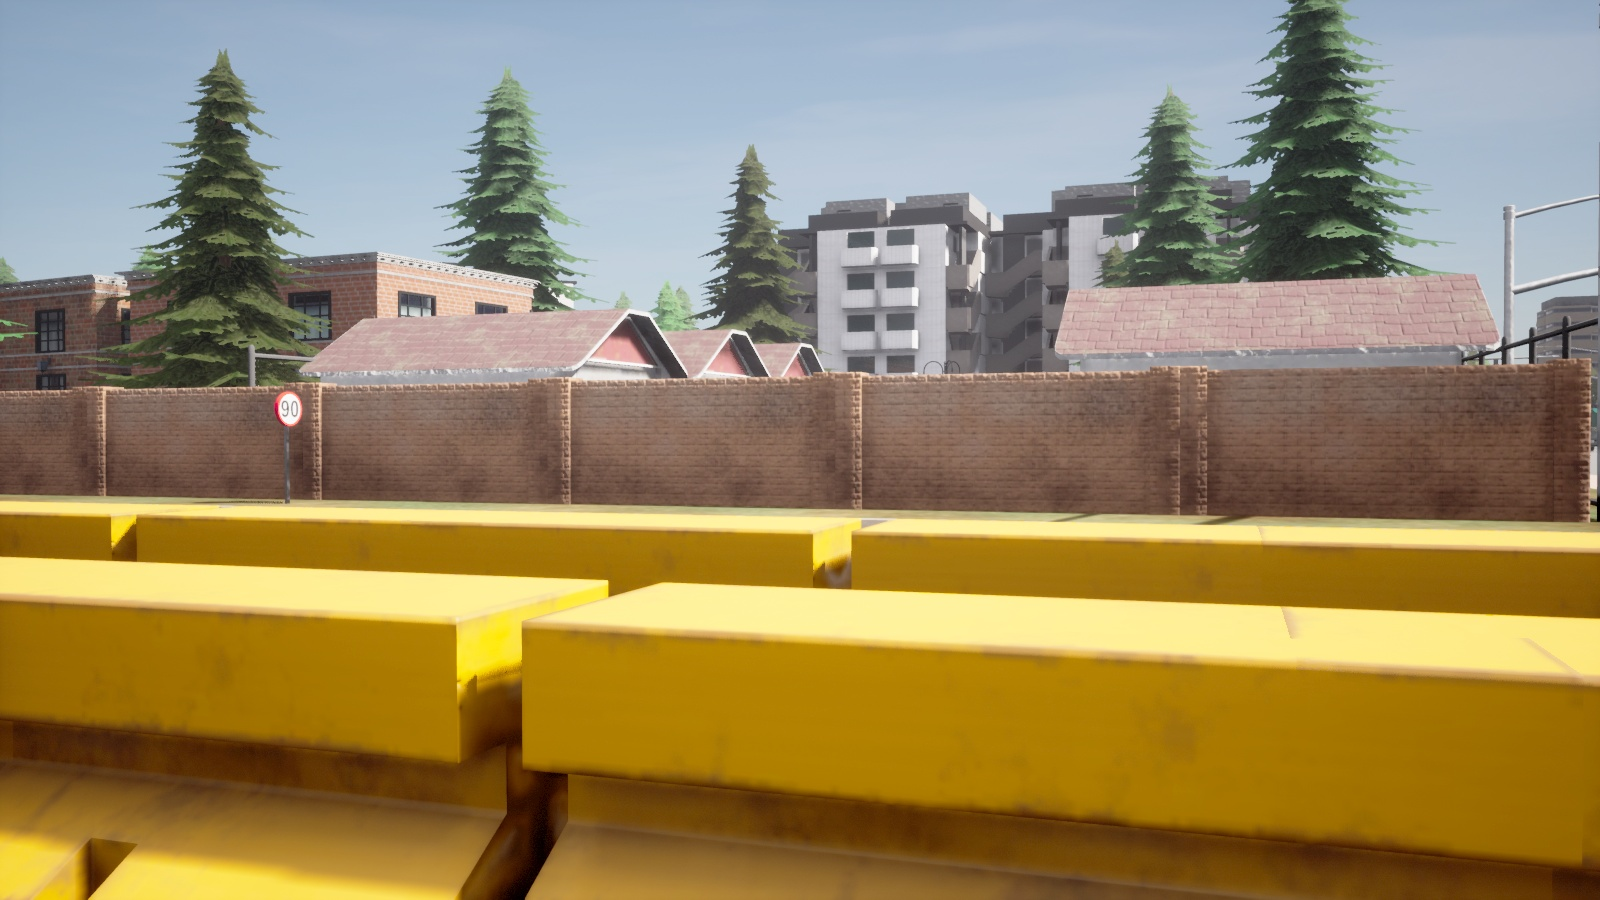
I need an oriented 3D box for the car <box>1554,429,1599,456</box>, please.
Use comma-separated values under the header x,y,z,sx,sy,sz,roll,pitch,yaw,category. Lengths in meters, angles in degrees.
x,y,z,sx,sy,sz,roll,pitch,yaw,category
50.152,-0.497,80.589,2.152,1.651,5.027,1,1,20,car
